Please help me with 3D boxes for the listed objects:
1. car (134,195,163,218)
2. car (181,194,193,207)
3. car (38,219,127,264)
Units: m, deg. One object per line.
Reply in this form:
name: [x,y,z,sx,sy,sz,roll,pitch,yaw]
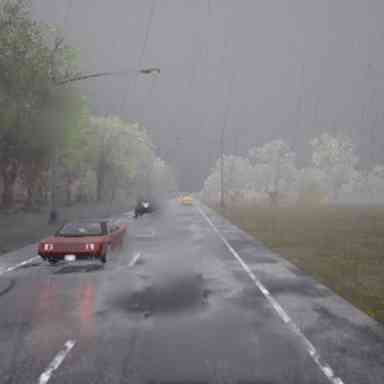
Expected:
car: [-3.913,1.269,30.614,2.150,2.045,5.566,0,0,-1]
car: [-0.814,1.527,54.056,1.882,1.535,5.008,0,0,-1]
car: [-3.588,1.632,11.922,1.895,1.301,4.718,0,0,-1]
